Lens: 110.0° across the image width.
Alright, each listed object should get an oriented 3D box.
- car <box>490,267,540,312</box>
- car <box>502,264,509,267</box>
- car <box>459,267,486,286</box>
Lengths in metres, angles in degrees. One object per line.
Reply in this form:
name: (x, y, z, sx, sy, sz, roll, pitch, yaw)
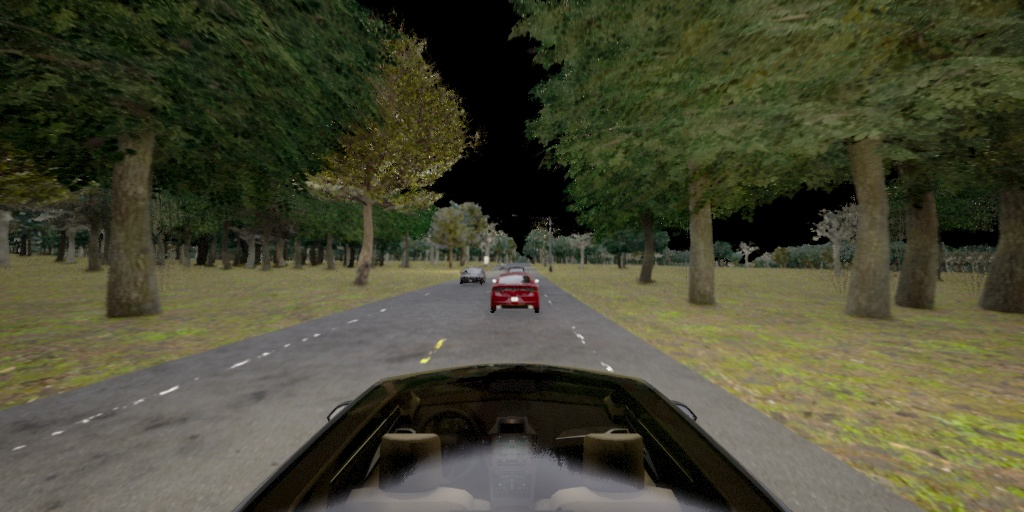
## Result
car: (0.151, 1.427, 15.313, 1.882, 1.535, 5.008, 0, -1, 1)
car: (0.390, 1.665, 29.196, 1.837, 1.490, 4.892, 0, -1, 2)
car: (-3.236, 1.651, 30.081, 1.882, 1.535, 5.008, 0, -1, -1)
